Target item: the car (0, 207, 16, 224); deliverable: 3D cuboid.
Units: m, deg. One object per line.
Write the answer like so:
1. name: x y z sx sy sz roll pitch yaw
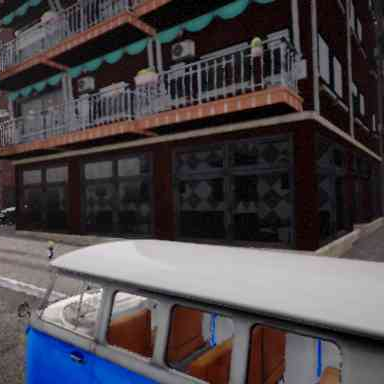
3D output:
1. car: -12.198 1.693 25.154 2.008 1.369 4.403 -2 -1 36

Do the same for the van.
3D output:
1. van: 0.375 1.352 2.437 3.998 1.788 1.690 -1 -2 36
